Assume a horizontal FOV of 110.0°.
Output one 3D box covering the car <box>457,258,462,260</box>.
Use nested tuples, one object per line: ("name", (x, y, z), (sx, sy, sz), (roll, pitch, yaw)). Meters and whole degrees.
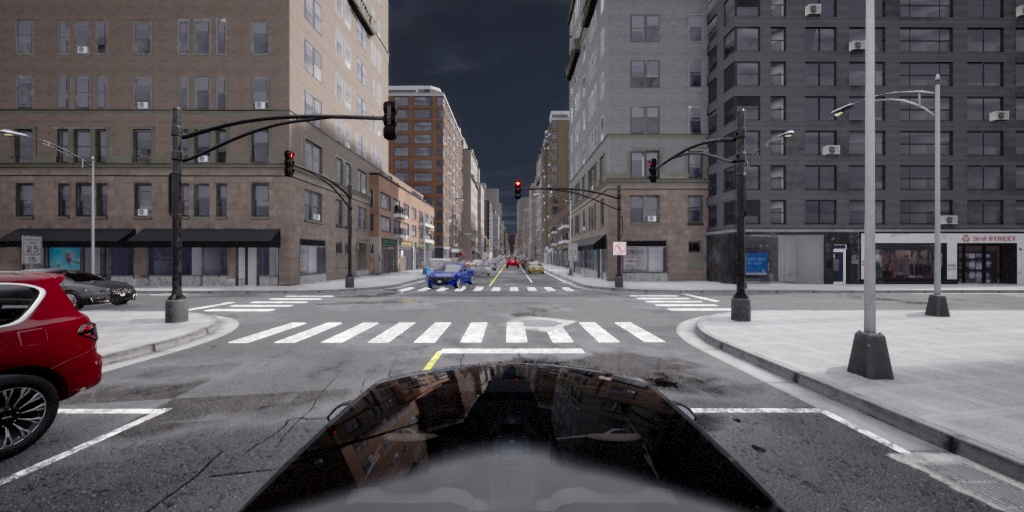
("car", (-5.846, 1.062, 34.697), (2.192, 1.841, 5.009), (0, 0, 0))

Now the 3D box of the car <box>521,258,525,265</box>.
("car", (2.687, 1.310, 51.502), (1.948, 1.339, 4.313), (0, 0, 0))

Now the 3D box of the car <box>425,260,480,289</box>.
("car", (-3.801, 1.225, 23.204), (1.882, 1.535, 5.008), (0, 0, 9))

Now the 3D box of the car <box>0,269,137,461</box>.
("car", (-5.858, 1.065, 2.153), (2.192, 1.841, 5.009), (0, 0, 0))

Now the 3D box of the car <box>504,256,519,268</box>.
("car", (0.121, 0.964, 60.989), (2.150, 2.045, 5.566), (0, 0, 0))

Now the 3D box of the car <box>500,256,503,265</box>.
("car", (-2.978, 0.857, 63.848), (1.837, 1.490, 4.892), (0, 0, 0))

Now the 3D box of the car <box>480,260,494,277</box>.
("car", (-3.088, 1.348, 35.873), (1.895, 1.301, 4.718), (0, 0, 0))

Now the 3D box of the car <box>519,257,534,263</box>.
("car", (2.689, 1.058, 57.096), (2.192, 1.841, 5.009), (0, 0, 0))

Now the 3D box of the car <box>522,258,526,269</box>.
("car", (2.685, 1.296, 45.908), (2.007, 1.370, 4.403), (0, 0, 0))

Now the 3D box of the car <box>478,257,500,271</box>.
("car", (-3.073, 1.237, 48.628), (2.128, 1.511, 4.902), (0, 0, 0))

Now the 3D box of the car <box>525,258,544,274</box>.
("car", (2.682, 1.272, 40.483), (1.751, 1.417, 4.829), (0, 0, 0))

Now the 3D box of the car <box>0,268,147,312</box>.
("car", (-17.571, 1.265, 13.872), (4.892, 1.490, 1.837), (0, 0, -2))

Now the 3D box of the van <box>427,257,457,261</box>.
("van", (-5.848, 1.088, 29.101), (1.690, 1.789, 3.998), (0, 0, 0))
